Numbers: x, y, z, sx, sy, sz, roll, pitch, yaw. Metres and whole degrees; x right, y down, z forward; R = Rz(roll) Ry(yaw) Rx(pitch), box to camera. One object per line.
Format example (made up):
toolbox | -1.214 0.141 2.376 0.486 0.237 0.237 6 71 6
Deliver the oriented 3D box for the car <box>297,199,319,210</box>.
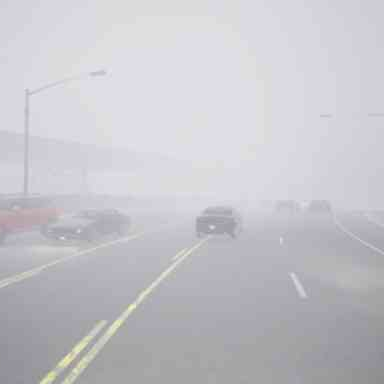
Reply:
car | 16.613 1.811 47.570 1.812 1.442 4.674 0 -2 35

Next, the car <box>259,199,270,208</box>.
car | 12.572 1.935 53.932 1.837 1.490 4.892 -1 -2 36

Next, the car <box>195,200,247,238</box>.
car | 1.545 1.433 17.422 1.882 1.535 5.008 0 0 15

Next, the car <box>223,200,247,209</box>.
car | 6.769 1.890 51.663 1.895 1.301 4.718 0 -2 33

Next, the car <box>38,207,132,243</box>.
car | -4.715 1.505 16.212 2.033 1.411 5.357 0 0 13

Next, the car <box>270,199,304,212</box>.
car | 10.877 1.504 37.894 2.128 1.511 4.902 0 -1 29

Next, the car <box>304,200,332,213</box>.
car | 13.843 1.532 35.825 2.033 1.411 5.357 0 -1 27

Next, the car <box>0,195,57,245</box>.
car | -8.459 1.181 15.356 2.150 2.045 5.566 0 0 13
